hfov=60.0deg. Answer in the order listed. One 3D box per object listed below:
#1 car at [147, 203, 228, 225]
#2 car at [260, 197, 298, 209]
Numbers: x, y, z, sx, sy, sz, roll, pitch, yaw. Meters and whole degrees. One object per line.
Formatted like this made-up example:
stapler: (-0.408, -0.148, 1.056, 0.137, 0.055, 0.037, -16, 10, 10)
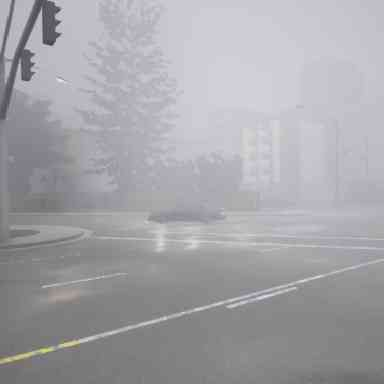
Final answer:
car: (-0.272, 1.426, 22.533, 5.357, 1.411, 2.033, -1, 0, 9)
car: (9.547, 1.193, 37.665, 1.895, 1.301, 4.718, -1, 1, -35)
